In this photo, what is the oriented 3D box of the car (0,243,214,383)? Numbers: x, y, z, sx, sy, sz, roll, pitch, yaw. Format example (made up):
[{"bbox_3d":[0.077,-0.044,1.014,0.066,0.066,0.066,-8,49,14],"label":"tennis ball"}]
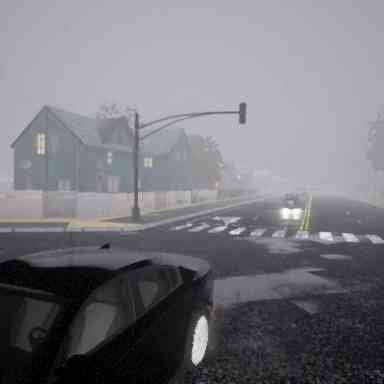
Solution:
[{"bbox_3d":[-1.304,1.372,3.056,1.882,1.535,5.008,2,2,22],"label":"car"}]

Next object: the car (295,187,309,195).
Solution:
[{"bbox_3d":[21.488,-0.007,64.960,2.150,2.045,5.566,1,1,20],"label":"car"}]

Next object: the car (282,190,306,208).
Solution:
[{"bbox_3d":[10.696,0.862,35.398,2.128,1.511,4.902,1,1,20],"label":"car"}]
